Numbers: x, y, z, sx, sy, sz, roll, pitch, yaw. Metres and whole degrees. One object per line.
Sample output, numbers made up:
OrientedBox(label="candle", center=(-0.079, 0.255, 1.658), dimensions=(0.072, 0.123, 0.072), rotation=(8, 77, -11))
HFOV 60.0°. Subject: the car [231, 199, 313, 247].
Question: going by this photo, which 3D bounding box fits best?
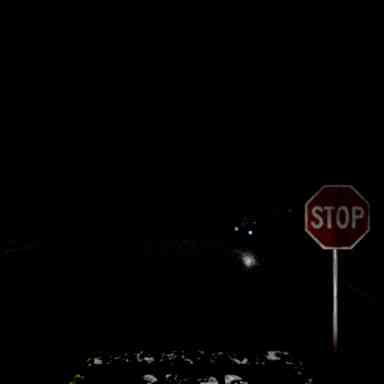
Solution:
OrientedBox(label="car", center=(4.640, 1.327, 15.417), dimensions=(5.566, 2.045, 2.150), rotation=(1, -1, -15))
